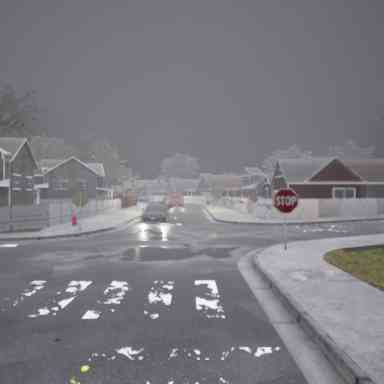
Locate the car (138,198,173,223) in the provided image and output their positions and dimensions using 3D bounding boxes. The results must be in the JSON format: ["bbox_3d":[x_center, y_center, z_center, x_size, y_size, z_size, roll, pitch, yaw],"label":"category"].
[{"bbox_3d":[-2.739,1.575,25.763,1.837,1.490,4.892,0,2,1],"label":"car"}]

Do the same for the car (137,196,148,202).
[{"bbox_3d":[-10.776,1.646,73.556,1.882,1.535,5.008,0,-1,-23],"label":"car"}]

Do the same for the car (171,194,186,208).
[{"bbox_3d":[-2.179,1.377,50.342,2.150,2.045,5.566,0,1,-1],"label":"car"}]
